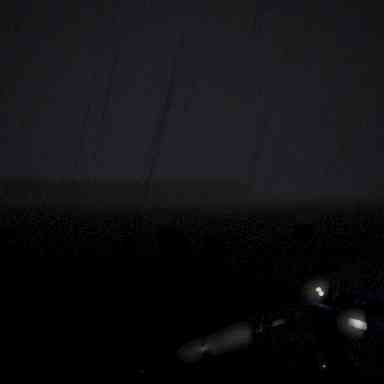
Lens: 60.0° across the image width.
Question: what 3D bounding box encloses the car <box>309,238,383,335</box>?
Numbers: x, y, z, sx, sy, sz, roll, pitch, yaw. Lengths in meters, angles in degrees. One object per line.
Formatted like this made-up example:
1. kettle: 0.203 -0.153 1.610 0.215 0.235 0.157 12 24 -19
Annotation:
1. car: 4.563 1.552 6.497 5.357 1.411 2.033 0 0 -37
